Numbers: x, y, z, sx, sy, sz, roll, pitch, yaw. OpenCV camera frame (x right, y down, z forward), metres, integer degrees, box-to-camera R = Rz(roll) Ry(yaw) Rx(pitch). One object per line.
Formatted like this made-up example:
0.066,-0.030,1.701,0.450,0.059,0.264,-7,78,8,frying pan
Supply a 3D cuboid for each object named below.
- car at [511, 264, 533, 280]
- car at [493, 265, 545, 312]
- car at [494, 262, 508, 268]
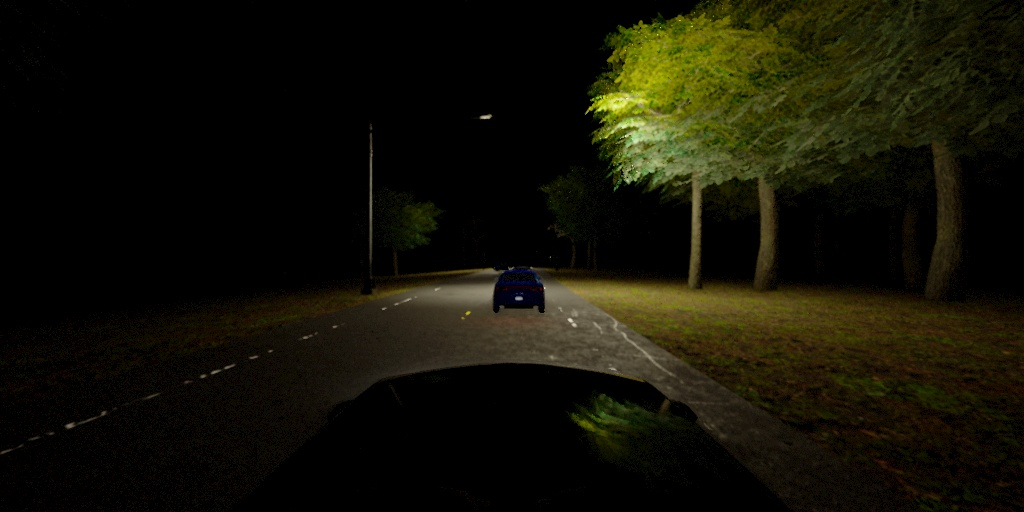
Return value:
0.996,1.563,35.247,1.994,1.385,4.181,0,0,3,car
0.302,1.324,14.764,1.882,1.535,5.008,0,0,1,car
-1.638,1.642,54.268,1.882,1.535,5.008,0,-1,4,car
